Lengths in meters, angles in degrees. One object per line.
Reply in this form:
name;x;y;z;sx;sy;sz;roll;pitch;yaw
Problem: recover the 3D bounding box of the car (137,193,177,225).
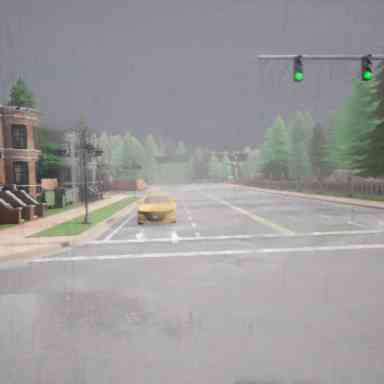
car;-1.854;0.800;18.010;1.882;1.535;5.008;-2;3;-3
